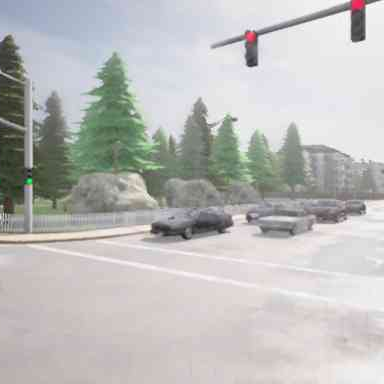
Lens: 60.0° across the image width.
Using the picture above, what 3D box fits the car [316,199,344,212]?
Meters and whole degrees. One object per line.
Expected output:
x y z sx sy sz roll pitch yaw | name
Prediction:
17.130 1.632 41.099 2.033 1.411 5.357 0 0 36 | car

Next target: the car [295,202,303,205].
11.015 1.632 32.681 1.994 1.385 4.181 0 0 37 | car

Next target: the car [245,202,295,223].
5.779 1.545 25.468 2.128 1.511 4.902 0 0 36 | car

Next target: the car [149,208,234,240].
0.186 1.585 17.719 2.033 1.411 5.357 0 0 39 | car

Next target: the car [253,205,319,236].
5.529 1.645 19.157 1.895 1.301 4.718 0 0 36 | car

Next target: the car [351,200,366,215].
16.935 1.580 34.884 1.837 1.490 4.892 0 0 36 | car

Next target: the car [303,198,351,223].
10.832 1.411 26.475 2.097 1.767 4.553 0 0 36 | car
